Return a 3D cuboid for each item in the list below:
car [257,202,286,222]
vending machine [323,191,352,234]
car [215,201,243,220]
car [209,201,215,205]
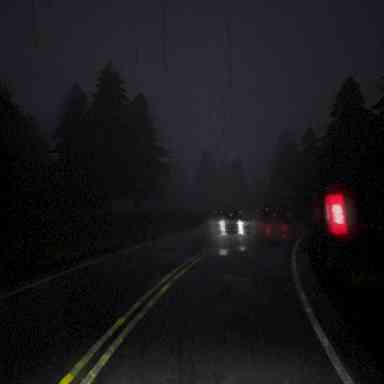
[{"bbox_3d":[6.379,1.532,26.811,2.128,1.511,4.902,0,0,7],"label":"car"},{"bbox_3d":[7.558,1.107,17.369,1.100,2.100,0.880,-7,-7,21],"label":"vending machine"},{"bbox_3d":[3.212,1.549,28.751,1.837,1.490,4.892,1,0,3],"label":"car"},{"bbox_3d":[3.572,1.901,44.915,1.812,1.442,4.674,3,-4,-23],"label":"car"}]
